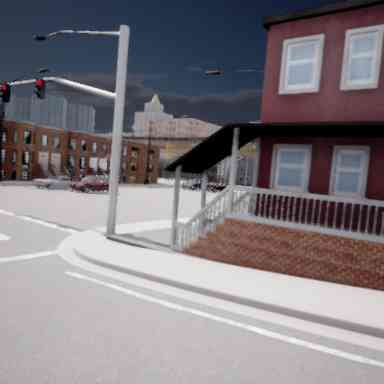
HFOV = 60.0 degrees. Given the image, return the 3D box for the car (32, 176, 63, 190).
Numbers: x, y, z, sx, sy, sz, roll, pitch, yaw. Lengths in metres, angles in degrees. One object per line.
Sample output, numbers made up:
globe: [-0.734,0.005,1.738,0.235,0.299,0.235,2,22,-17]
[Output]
car: [-13.370,-0.948,33.368,1.895,1.301,4.718,7,4,35]

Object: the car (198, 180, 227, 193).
car: [3.566,-0.677,50.829,2.128,1.511,4.902,7,4,36]

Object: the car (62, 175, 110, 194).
car: [-9.729,-0.834,32.420,2.097,1.767,4.553,7,4,36]

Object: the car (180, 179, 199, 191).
car: [0.200,-1.181,52.101,2.097,1.767,4.553,7,4,36]
